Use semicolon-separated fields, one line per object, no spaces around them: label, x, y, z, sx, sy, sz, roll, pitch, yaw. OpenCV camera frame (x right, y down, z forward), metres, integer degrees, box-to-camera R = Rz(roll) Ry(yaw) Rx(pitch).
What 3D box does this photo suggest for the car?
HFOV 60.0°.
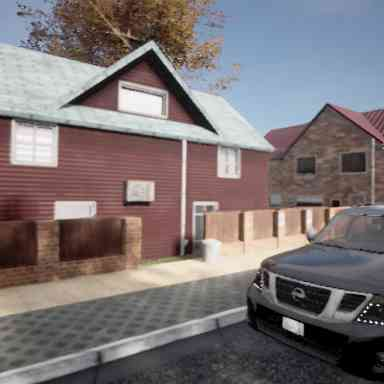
car;3.436;1.226;5.523;5.566;2.045;2.150;0;0;-36
